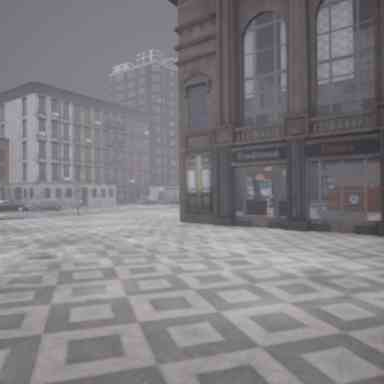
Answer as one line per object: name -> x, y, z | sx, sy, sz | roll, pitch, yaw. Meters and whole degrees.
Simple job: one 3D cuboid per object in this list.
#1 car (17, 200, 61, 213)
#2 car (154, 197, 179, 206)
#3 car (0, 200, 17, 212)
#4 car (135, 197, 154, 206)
car -> -17.401, 1.678, 38.567 | 1.994, 1.385, 4.181 | -1, 0, 35
car -> -3.683, 1.558, 57.740 | 2.128, 1.511, 4.902 | -1, -1, 36
car -> -21.552, 1.663, 38.341 | 1.837, 1.490, 4.892 | -1, 0, 35
car -> -7.844, 1.635, 57.536 | 1.812, 1.442, 4.674 | -1, -1, 36
